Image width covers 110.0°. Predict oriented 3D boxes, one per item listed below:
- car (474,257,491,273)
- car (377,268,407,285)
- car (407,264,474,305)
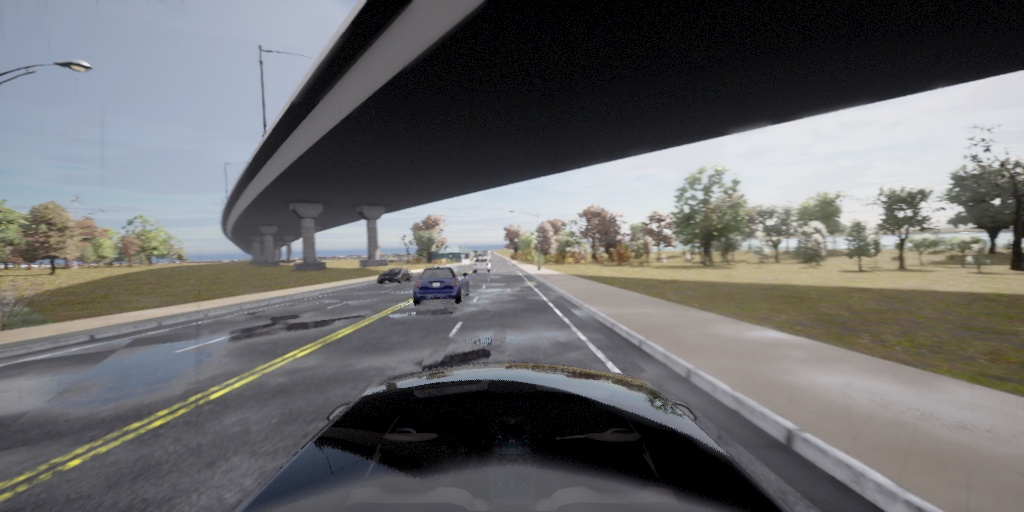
[{"bbox_3d":[-4.059,1.240,49.062,2.150,2.045,5.566,-2,0,-1],"label":"car"},{"bbox_3d":[-10.304,1.742,31.975,2.033,1.411,5.357,-2,0,-1],"label":"car"},{"bbox_3d":[-3.284,1.257,17.453,2.097,1.767,4.553,-2,0,-1],"label":"car"}]
